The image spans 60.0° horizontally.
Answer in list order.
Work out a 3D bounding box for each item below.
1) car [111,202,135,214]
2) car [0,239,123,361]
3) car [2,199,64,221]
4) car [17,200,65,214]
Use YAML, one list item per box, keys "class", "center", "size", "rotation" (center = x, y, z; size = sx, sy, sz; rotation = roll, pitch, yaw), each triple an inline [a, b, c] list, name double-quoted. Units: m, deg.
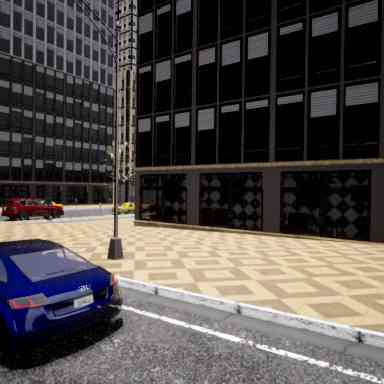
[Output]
- class: "car"
  center: [-7.071, 1.830, 38.420]
  size: [1.752, 1.417, 4.829]
  rotation: [1, 0, 36]
- class: "car"
  center: [-3.235, 1.561, 5.973]
  size: [4.181, 1.385, 1.994]
  rotation: [0, 0, 34]
- class: "car"
  center: [-13.835, 1.520, 29.184]
  size: [2.192, 1.841, 5.009]
  rotation: [1, 0, 36]
- class: "car"
  center: [-17.367, 1.643, 38.546]
  size: [1.752, 1.417, 4.829]
  rotation: [1, 0, 36]
